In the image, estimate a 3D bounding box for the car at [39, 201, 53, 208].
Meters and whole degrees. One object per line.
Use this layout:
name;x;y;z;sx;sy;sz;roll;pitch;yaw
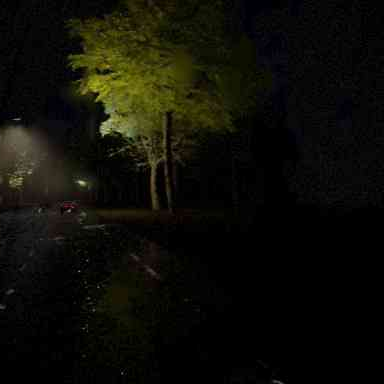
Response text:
car;-27.129;2.288;61.780;1.895;1.301;4.718;-2;0;-16

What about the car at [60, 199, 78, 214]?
car;-15.062;1.861;40.683;1.837;1.490;4.892;-1;0;-21
